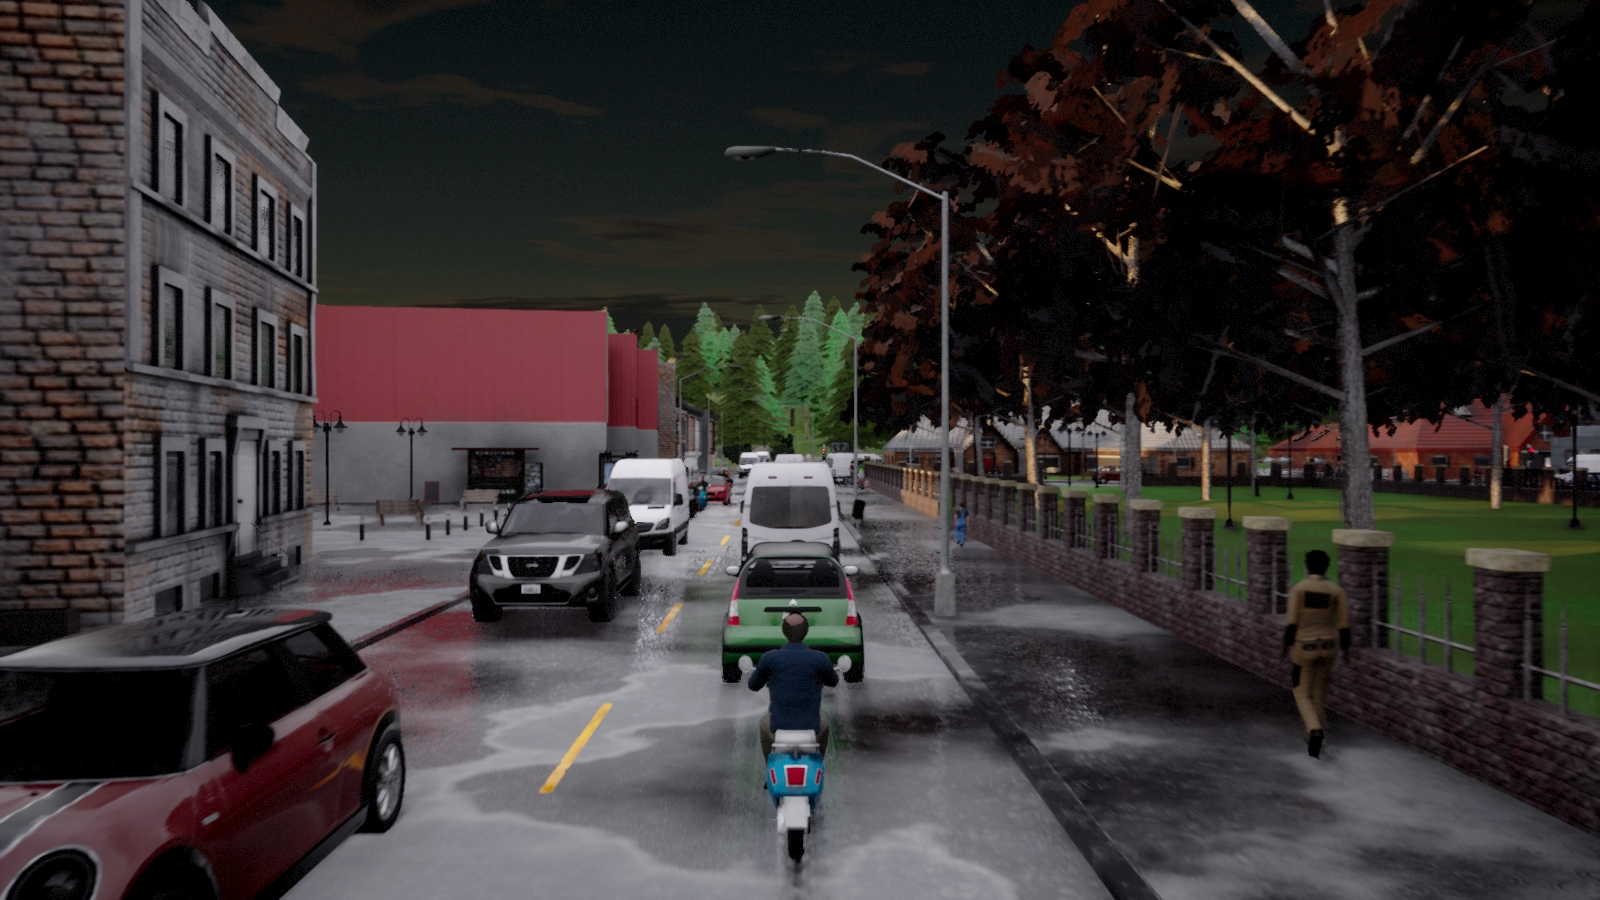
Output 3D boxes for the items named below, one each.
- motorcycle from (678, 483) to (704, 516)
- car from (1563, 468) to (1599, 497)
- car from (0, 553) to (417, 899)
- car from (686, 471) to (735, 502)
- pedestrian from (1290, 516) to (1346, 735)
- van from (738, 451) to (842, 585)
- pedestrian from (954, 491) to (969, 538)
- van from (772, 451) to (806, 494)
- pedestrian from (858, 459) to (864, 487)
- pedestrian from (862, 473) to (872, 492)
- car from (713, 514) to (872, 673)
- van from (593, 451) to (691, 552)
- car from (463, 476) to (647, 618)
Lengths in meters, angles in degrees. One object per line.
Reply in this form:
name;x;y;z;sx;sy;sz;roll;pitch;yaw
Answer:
motorcycle;-4.431;1.985;46.565;0.867;1.251;2.209;0;0;-1
car;44.839;1.804;63.957;1.845;1.501;3.633;0;0;1
car;-4.048;1.688;6.726;2.097;1.767;4.553;0;0;-1
car;-4.547;1.841;58.722;2.231;1.480;4.892;0;0;-1
pedestrian;4.562;1.523;10.069;0.375;1.860;0.375;0;0;12
van;-0.224;1.314;24.906;1.988;2.561;5.915;0;0;-1
pedestrian;4.514;1.803;31.934;0.375;1.300;0.375;0;0;0
van;-0.666;1.312;70.772;1.988;2.561;5.915;0;0;-1
pedestrian;4.095;1.520;76.125;0.375;1.860;0.375;0;0;-1
pedestrian;3.959;1.901;67.286;0.500;1.100;0.500;0;0;-5
car;-0.107;1.779;15.256;1.851;1.617;3.988;0;0;-1
van;-4.296;1.314;32.000;1.988;2.561;5.915;0;0;-1
car;-4.134;1.559;20.344;2.150;2.045;5.566;0;0;-1
